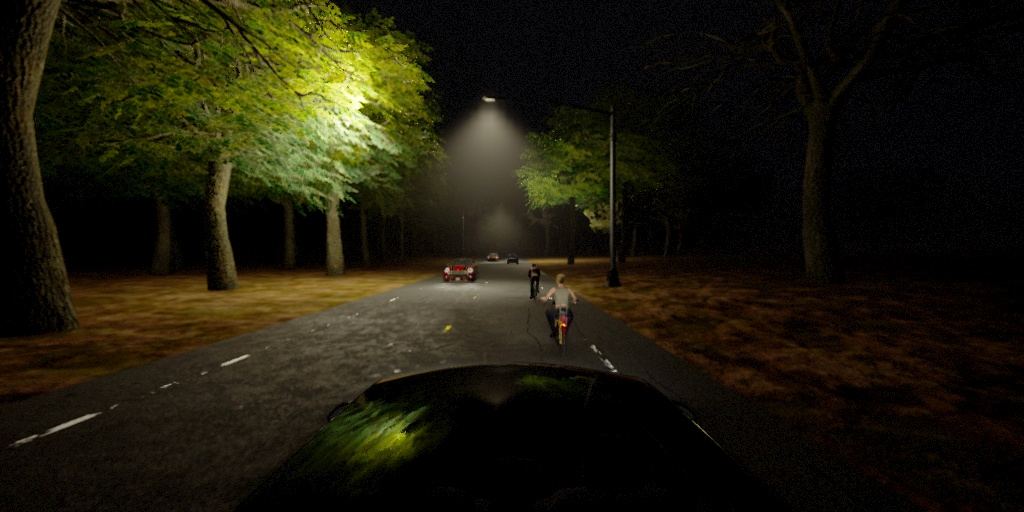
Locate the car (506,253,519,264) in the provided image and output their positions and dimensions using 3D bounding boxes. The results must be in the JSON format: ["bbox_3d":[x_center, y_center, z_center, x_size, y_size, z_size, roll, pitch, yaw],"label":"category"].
[{"bbox_3d":[0.115,0.547,60.071,2.128,1.511,4.902,0,1,0],"label":"car"}]

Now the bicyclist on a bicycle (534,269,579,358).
[{"bbox_3d":[1.000,1.167,7.464,0.866,1.612,1.509,0,0,0],"label":"bicyclist on a bicycle"}]

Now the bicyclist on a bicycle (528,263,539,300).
[{"bbox_3d":[0.968,1.135,15.385,0.582,1.620,1.656,0,0,0],"label":"bicyclist on a bicycle"}]

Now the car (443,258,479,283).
[{"bbox_3d":[-3.594,0.931,26.052,2.097,1.767,4.553,0,1,0],"label":"car"}]
